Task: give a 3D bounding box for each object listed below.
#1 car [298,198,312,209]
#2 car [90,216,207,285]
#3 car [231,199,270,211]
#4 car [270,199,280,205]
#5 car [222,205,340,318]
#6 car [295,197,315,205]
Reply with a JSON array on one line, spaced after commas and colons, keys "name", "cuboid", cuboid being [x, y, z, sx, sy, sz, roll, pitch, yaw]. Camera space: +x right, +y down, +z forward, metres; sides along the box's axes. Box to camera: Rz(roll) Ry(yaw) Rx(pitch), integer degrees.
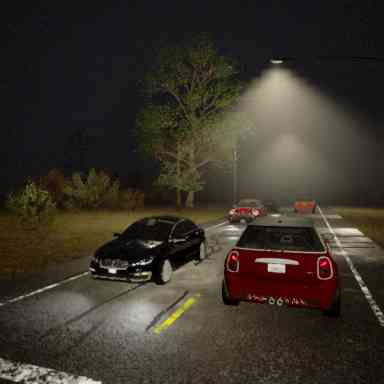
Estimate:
[{"name": "car", "cuboid": [15.881, 1.538, 46.584, 1.812, 1.442, 4.674, 0, 0, 19]}, {"name": "car", "cuboid": [-0.965, 1.506, 9.732, 1.837, 1.490, 4.892, 0, 0, 20]}, {"name": "car", "cuboid": [4.093, 1.355, 24.010, 2.097, 1.767, 4.553, 0, 0, 20]}, {"name": "car", "cuboid": [8.522, 1.485, 36.433, 1.882, 1.535, 5.008, 0, 0, 20]}, {"name": "car", "cuboid": [2.187, 1.353, 7.826, 2.097, 1.767, 4.553, 0, 0, 19]}, {"name": "car", "cuboid": [12.683, 1.360, 37.363, 2.097, 1.767, 4.553, 0, 0, 20]}]
